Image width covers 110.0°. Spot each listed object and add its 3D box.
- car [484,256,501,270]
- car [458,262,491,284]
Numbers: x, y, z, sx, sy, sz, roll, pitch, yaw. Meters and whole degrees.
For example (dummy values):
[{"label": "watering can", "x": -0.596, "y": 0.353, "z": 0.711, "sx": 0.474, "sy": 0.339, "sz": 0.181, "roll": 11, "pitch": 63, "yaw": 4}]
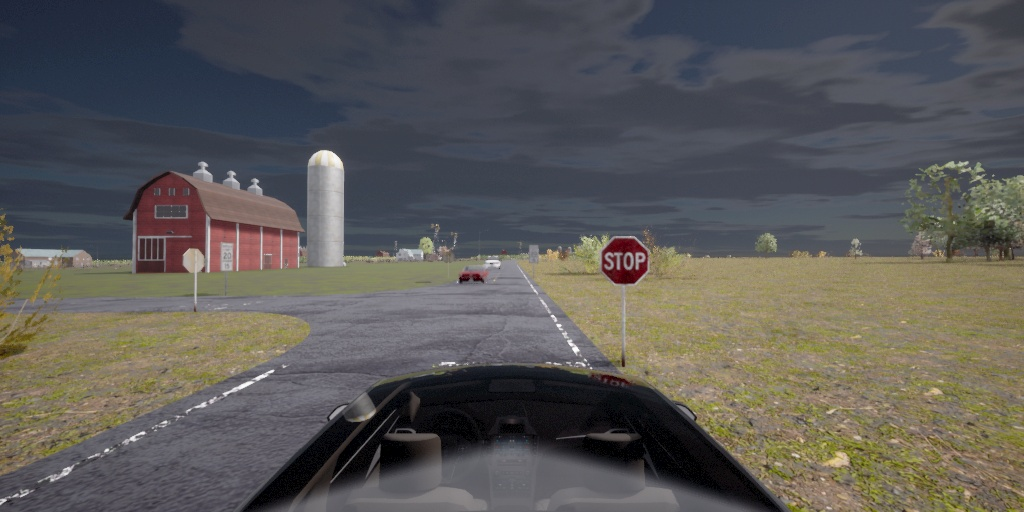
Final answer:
[{"label": "car", "x": -2.879, "y": 1.036, "z": 53.779, "sx": 2.150, "sy": 2.045, "sz": 5.566, "roll": 0, "pitch": 0, "yaw": 0}, {"label": "car", "x": -2.812, "y": 1.365, "z": 26.770, "sx": 1.895, "sy": 1.301, "sz": 4.718, "roll": 0, "pitch": 0, "yaw": 0}]
